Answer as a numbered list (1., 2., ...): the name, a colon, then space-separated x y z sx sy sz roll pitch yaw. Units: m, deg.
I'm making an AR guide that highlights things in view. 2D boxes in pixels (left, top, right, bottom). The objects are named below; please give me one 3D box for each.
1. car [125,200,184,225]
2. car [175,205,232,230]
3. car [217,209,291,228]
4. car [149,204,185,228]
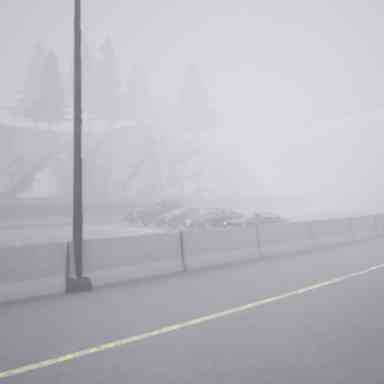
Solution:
1. car: -2.891 1.709 28.306 5.566 2.045 2.150 0 -1 -41
2. car: 1.592 1.831 22.931 4.902 1.511 2.128 0 -1 -41
3. car: 4.009 1.902 20.386 4.718 1.301 1.895 0 -1 -41
4. car: -0.683 1.923 25.589 4.674 1.442 1.812 1 -1 -41
